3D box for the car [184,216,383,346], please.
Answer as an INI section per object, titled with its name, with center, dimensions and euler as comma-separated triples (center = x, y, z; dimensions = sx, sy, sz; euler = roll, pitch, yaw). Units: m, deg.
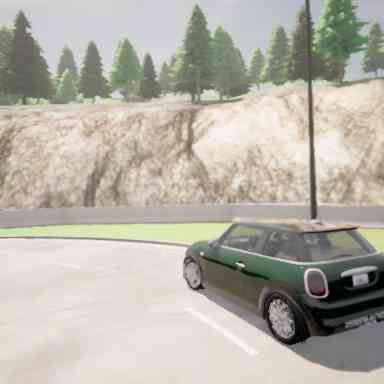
[car]
center = 1.508, 1.293, 6.672
dimensions = 2.097, 1.767, 4.553
euler = -2, 0, -25
